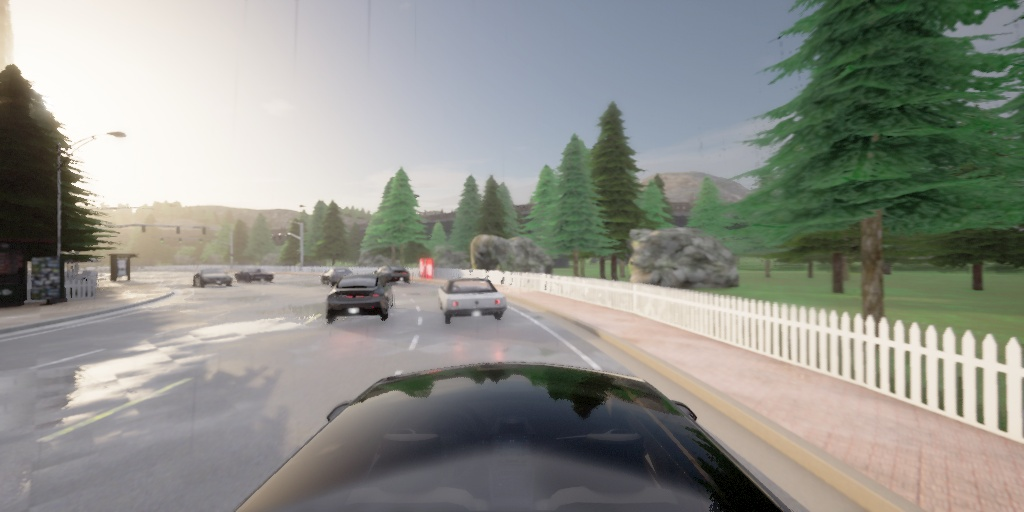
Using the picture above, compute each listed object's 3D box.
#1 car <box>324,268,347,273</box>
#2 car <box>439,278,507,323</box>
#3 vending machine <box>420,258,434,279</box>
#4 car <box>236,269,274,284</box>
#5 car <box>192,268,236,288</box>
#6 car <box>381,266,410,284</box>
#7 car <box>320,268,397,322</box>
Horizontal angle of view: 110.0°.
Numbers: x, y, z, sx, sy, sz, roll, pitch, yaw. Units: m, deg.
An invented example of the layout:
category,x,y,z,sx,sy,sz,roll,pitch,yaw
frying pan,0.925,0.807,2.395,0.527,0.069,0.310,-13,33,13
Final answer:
category,x,y,z,sx,sy,sz,roll,pitch,yaw
car,-13.692,1.622,28.351,1.994,1.385,4.181,0,0,-39
car,-1.586,1.429,12.708,1.895,1.301,4.718,-1,0,-14
vending machine,-7.872,1.210,33.200,1.100,2.100,0.880,0,0,-40
car,-23.450,1.799,32.676,4.718,1.301,1.895,-1,0,39
car,-23.620,1.702,28.224,4.674,1.442,1.812,-1,0,40
car,-9.857,1.522,29.171,1.837,1.490,4.892,0,-1,-37
car,-5.367,1.382,13.033,1.837,1.490,4.892,0,0,-15
